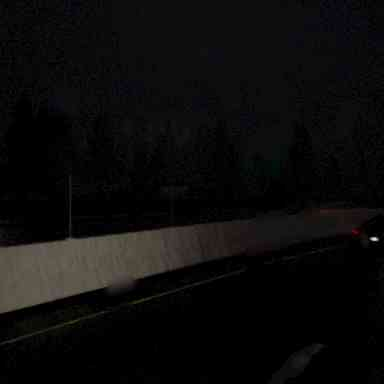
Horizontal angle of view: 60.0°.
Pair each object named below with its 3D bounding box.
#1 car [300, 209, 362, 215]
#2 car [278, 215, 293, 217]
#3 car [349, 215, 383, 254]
[{"bbox_3d":[10.180,1.477,23.756,5.008,1.535,1.882,0,0,-36],"label":"car"},{"bbox_3d":[8.708,1.491,27.000,4.902,1.511,2.128,0,0,-35],"label":"car"},{"bbox_3d":[7.657,1.564,12.543,4.181,1.385,1.994,0,0,-42],"label":"car"}]
